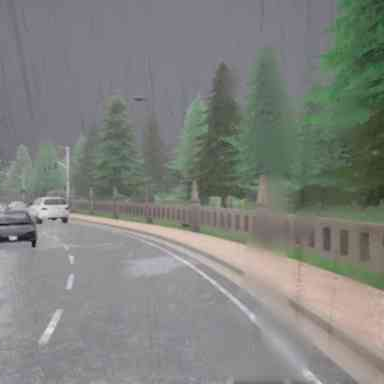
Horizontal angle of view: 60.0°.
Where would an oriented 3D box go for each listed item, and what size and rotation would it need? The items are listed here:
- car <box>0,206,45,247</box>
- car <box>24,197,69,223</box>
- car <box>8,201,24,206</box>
[{"bbox_3d":[-8.196,1.609,15.164,2.128,1.511,4.902,0,0,-29],"label":"car"},{"bbox_3d":[-11.544,1.414,26.661,2.150,2.045,5.566,0,0,-36],"label":"car"},{"bbox_3d":[-19.994,1.815,38.159,1.812,1.442,4.674,0,0,-36],"label":"car"}]
